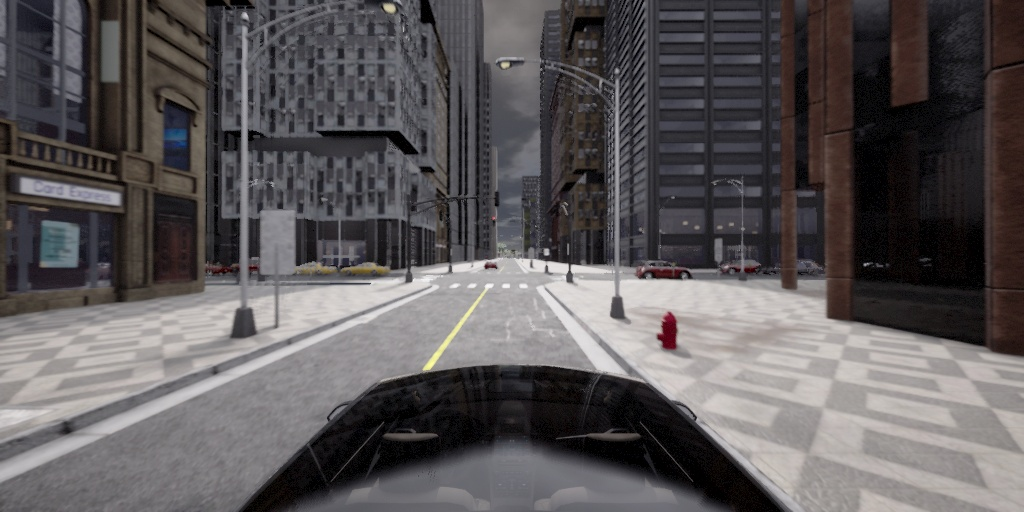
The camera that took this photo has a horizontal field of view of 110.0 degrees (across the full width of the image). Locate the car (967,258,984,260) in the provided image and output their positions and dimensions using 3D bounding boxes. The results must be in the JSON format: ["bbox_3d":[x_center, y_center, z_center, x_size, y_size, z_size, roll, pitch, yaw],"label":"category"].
[{"bbox_3d":[46.759,1.177,33.705,5.357,1.411,2.033,0,0,0],"label":"car"}]

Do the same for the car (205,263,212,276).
[{"bbox_3d":[-29.385,1.393,31.041,4.718,1.301,1.895,0,0,0],"label":"car"}]

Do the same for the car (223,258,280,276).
[{"bbox_3d":[-26.063,1.113,36.879,5.009,1.841,2.192,0,0,0],"label":"car"}]

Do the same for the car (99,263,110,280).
[{"bbox_3d":[-31.695,1.336,28.385,4.507,1.381,1.888,0,0,0],"label":"car"}]

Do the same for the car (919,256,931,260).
[{"bbox_3d":[39.961,0.952,36.504,5.009,1.841,2.192,0,0,0],"label":"car"}]

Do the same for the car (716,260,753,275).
[{"bbox_3d":[23.133,1.115,36.600,4.097,1.591,1.967,0,0,0],"label":"car"}]

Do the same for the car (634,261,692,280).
[{"bbox_3d":[11.885,1.119,28.138,4.097,1.591,1.967,0,0,0],"label":"car"}]

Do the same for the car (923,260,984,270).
[{"bbox_3d":[34.321,1.193,28.011,4.313,1.339,1.948,0,0,0],"label":"car"}]

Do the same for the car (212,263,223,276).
[{"bbox_3d":[-31.665,1.359,36.911,4.507,1.381,1.888,0,0,0],"label":"car"}]

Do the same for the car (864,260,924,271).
[{"bbox_3d":[28.712,1.190,28.043,4.403,1.370,2.007,0,0,0],"label":"car"}]

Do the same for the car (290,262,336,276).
[{"bbox_3d":[-20.631,1.309,36.848,4.829,1.417,1.751,0,0,0],"label":"car"}]

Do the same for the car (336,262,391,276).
[{"bbox_3d":[-15.030,1.295,36.816,4.829,1.417,1.751,0,0,0],"label":"car"}]

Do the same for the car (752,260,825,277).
[{"bbox_3d":[26.338,1.208,33.919,5.357,1.411,2.033,0,0,0],"label":"car"}]

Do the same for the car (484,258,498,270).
[{"bbox_3d":[-3.021,1.323,51.761,1.895,1.301,4.718,0,0,0],"label":"car"}]
